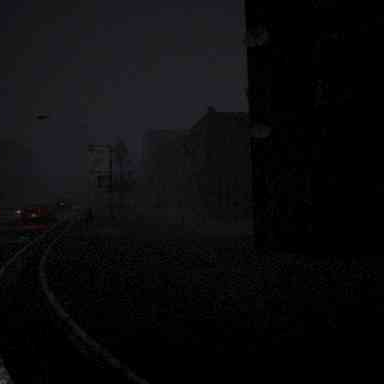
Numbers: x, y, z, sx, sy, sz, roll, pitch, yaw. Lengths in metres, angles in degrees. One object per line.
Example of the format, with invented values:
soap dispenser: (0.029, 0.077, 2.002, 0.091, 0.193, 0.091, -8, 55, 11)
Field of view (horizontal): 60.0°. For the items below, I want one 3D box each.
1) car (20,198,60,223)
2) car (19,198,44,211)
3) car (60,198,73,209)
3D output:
car: (-11.851, 1.471, 25.887, 1.882, 1.535, 5.008, -1, 1, -15)
car: (-19.894, 1.515, 41.409, 1.994, 1.385, 4.181, -1, 1, -15)
car: (-16.341, 1.442, 42.398, 1.994, 1.385, 4.181, -1, 1, -15)
